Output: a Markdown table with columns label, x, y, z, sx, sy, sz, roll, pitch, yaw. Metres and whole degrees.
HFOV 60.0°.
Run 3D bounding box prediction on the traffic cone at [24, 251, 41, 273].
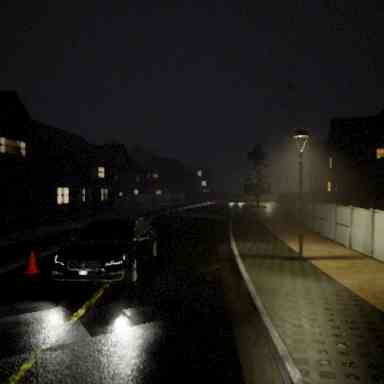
| label | x | y | z | sx | sy | sz | roll | pitch | yaw |
| --- | --- | --- | --- | --- | --- | --- | --- | --- | --- |
| traffic cone | -4.428 | 1.924 | 9.217 | 0.340 | 0.580 | 0.340 | 0 | 0 | 3 |

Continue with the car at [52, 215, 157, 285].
| label | x | y | z | sx | sy | sz | roll | pitch | yaw |
| --- | --- | --- | --- | --- | --- | --- | --- | --- | --- |
| car | -2.174 | 1.470 | 9.494 | 1.837 | 1.490 | 4.892 | 0 | 0 | 3 |

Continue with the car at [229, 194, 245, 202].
| label | x | y | z | sx | sy | sz | roll | pitch | yaw |
| --- | --- | --- | --- | --- | --- | --- | --- | --- | --- |
| car | 7.842 | 1.008 | 57.164 | 1.812 | 1.442 | 4.674 | 0 | 1 | 20 |
